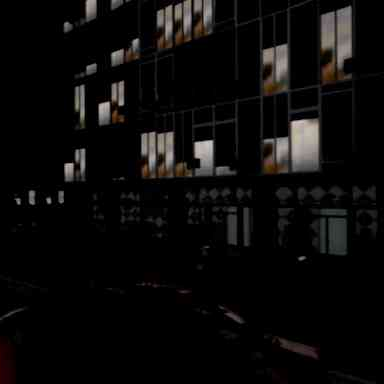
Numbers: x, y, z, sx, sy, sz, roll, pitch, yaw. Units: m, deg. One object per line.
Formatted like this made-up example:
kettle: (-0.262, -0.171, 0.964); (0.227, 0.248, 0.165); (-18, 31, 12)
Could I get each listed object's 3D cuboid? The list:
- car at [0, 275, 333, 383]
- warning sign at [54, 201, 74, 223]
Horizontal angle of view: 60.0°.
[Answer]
car: (-0.945, 1.569, 3.393); (4.507, 1.381, 1.887); (-1, 0, 35)
warning sign: (-11.016, 1.692, 28.629); (1.300, 1.860, 1.060); (1, 0, 33)
